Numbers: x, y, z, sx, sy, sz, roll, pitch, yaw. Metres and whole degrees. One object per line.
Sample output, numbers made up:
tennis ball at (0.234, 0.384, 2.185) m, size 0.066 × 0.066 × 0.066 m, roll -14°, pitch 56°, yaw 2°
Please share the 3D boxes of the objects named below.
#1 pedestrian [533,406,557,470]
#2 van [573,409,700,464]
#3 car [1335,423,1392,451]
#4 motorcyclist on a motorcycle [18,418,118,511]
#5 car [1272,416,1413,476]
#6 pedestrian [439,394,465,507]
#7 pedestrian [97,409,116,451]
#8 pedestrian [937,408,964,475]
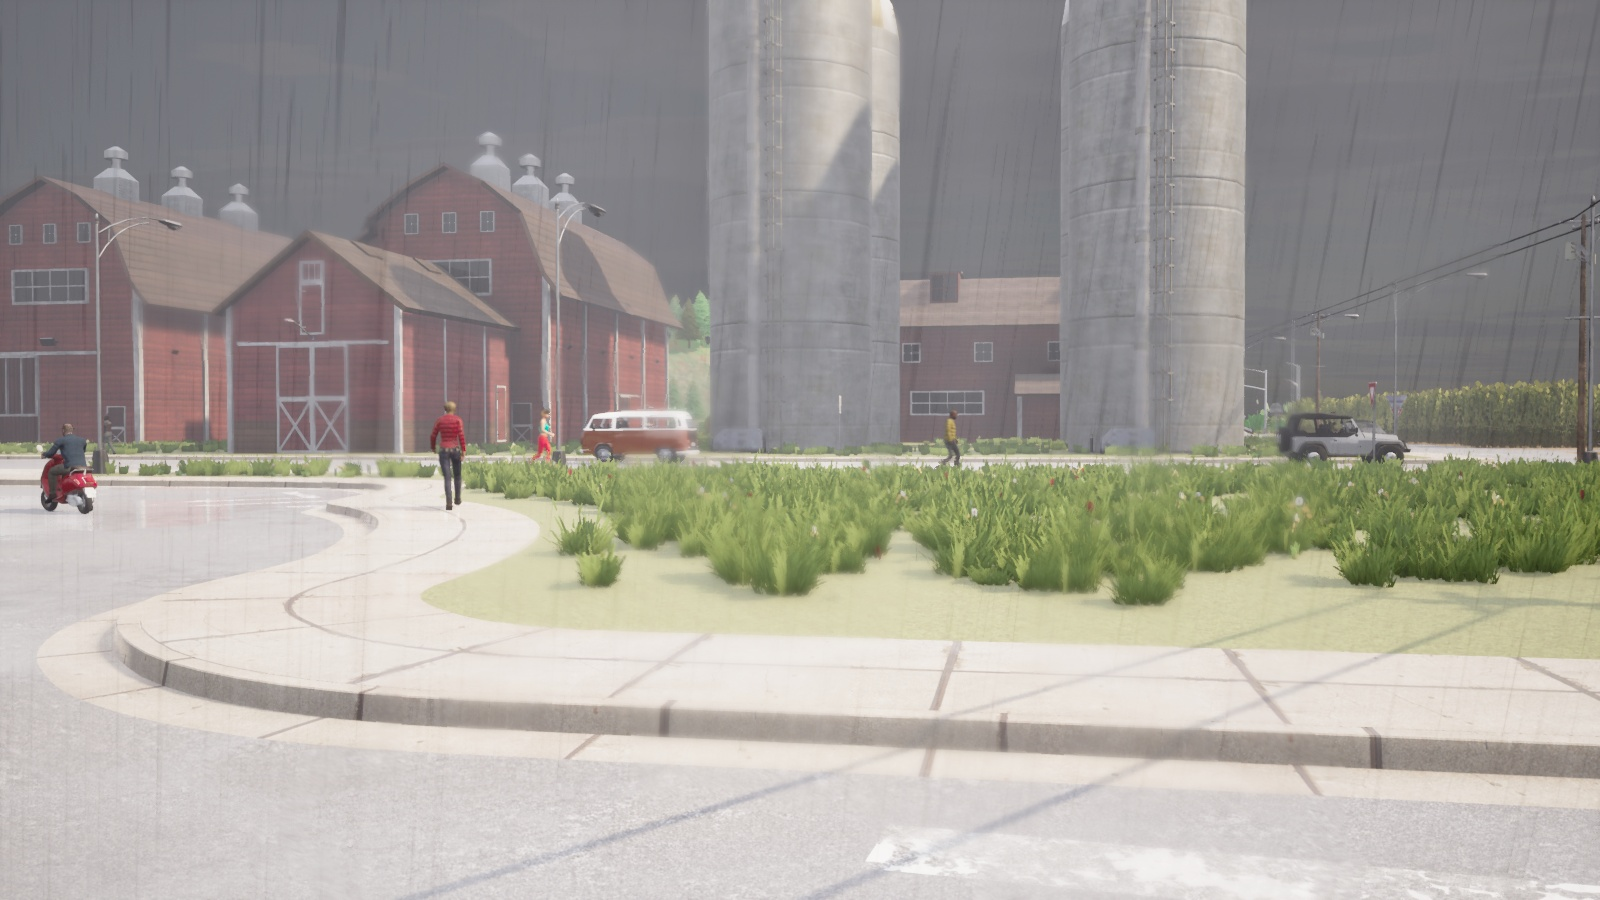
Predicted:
pedestrian at (-7.402, -0.344, 36.473) m, size 0.594 × 1.836 × 0.345 m, roll 0°, pitch 1°, yaw 7°
van at (-6.301, -0.534, 48.684) m, size 4.480 × 2.038 × 2.069 m, roll 1°, pitch 1°, yaw 10°
car at (35.368, -0.838, 78.895) m, size 2.242 × 1.667 × 4.611 m, roll 1°, pitch 1°, yaw 11°
motorcyclist on a motorcycle at (-13.023, 0.229, 22.324) m, size 1.817 × 1.590 × 0.866 m, roll 1°, pitch 2°, yaw 36°
car at (17.673, -0.167, 41.059) m, size 3.866 × 1.878 × 1.905 m, roll 1°, pitch 1°, yaw 10°
pedestrian at (-5.769, 0.002, 20.824) m, size 0.331 × 1.846 × 0.636 m, roll 0°, pitch 1°, yaw -8°
pedestrian at (-32.015, -0.942, 57.988) m, size 0.666 × 1.930 × 0.402 m, roll 0°, pitch 1°, yaw 9°
pedestrian at (4.171, -0.245, 34.794) m, size 0.726 × 1.835 × 0.370 m, roll 0°, pitch 1°, yaw 3°
